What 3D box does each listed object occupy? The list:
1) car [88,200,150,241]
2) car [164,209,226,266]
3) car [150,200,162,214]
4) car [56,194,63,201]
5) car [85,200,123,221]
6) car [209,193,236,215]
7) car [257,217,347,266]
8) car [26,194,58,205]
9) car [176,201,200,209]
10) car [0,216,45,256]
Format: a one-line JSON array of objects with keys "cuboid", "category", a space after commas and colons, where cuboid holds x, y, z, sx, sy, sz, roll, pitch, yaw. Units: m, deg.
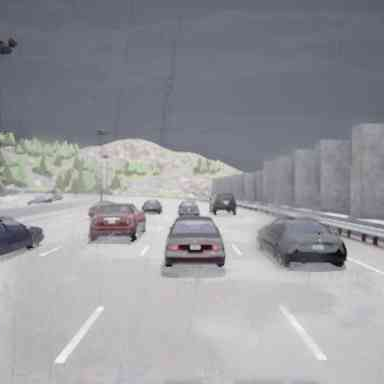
[{"cuboid": [-3.523, 1.311, 16.553, 2.097, 1.767, 4.553, 0, 0, -1], "category": "car"}, {"cuboid": [0.063, 1.520, 11.383, 2.033, 1.411, 5.357, 0, 0, -1], "category": "car"}, {"cuboid": [-4.109, 1.483, 34.421, 1.994, 1.385, 4.181, 0, 0, -3], "category": "car"}, {"cuboid": [-25.876, 1.218, 63.877, 1.837, 1.490, 4.892, 0, 0, -13], "category": "car"}, {"cuboid": [-7.324, 1.480, 28.266, 2.033, 1.411, 5.357, 0, 0, -2], "category": "car"}, {"cuboid": [2.983, 1.143, 33.110, 2.150, 2.045, 5.566, 0, 0, -3], "category": "car"}, {"cuboid": [3.555, 1.537, 11.451, 1.994, 1.385, 4.181, 0, 0, -1], "category": "car"}, {"cuboid": [-18.822, 1.395, 41.131, 2.128, 1.511, 4.902, 0, 0, -5], "category": "car"}, {"cuboid": [-0.320, 1.481, 28.239, 2.033, 1.411, 5.357, 0, 0, -2], "category": "car"}, {"cuboid": [-6.934, 1.520, 11.196, 2.033, 1.411, 5.357, 0, 0, -1], "category": "car"}]
